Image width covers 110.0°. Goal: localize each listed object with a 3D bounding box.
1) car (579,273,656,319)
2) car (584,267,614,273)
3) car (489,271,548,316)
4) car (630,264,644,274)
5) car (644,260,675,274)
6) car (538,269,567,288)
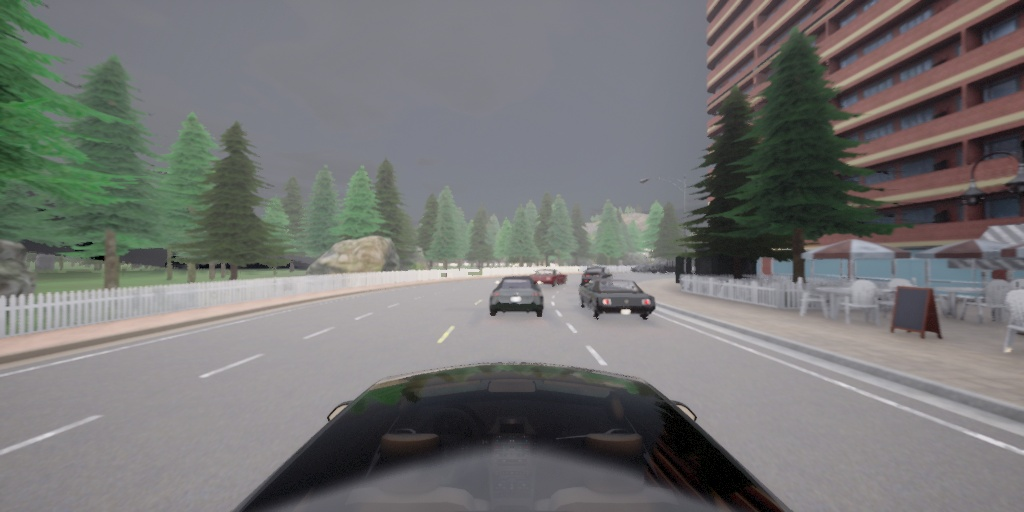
[{"bbox_3d":[3.685,1.497,13.472,1.895,1.301,4.718,0,-1,3],"label":"car"},{"bbox_3d":[6.535,1.573,27.204,1.837,1.490,4.892,0,0,23],"label":"car"},{"bbox_3d":[0.242,1.470,14.281,1.994,1.385,4.181,0,-1,3],"label":"car"},{"bbox_3d":[20.251,1.978,55.128,4.181,1.385,1.994,0,-1,-24],"label":"car"},{"bbox_3d":[22.622,1.603,52.415,5.566,2.045,2.150,1,-1,-22],"label":"car"},{"bbox_3d":[2.888,1.672,27.581,1.895,1.301,4.718,0,-1,22],"label":"car"}]
